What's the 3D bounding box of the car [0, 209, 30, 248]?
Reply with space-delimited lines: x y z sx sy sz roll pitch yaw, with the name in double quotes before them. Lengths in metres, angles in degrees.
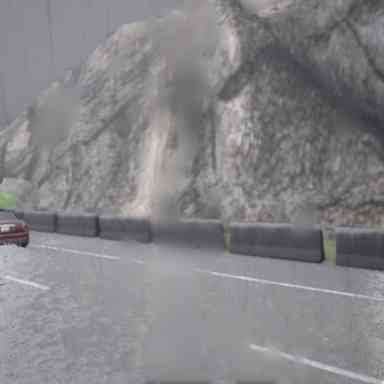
"car" -8.954 1.472 14.149 4.553 1.767 2.097 0 0 35
